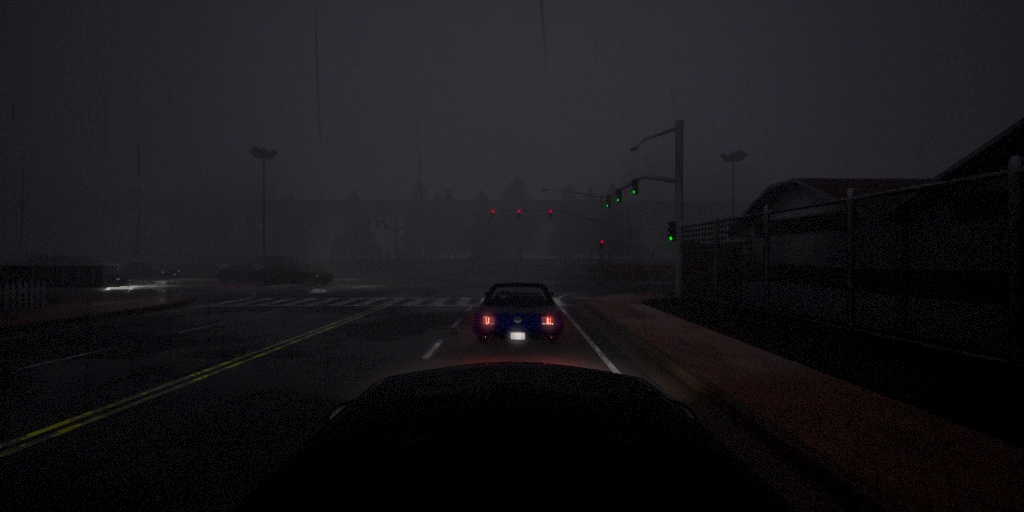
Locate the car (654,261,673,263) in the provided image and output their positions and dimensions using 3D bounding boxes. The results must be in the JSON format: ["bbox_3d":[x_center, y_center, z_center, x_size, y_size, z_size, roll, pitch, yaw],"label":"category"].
[{"bbox_3d":[17.192,1.276,41.574,4.674,1.442,1.812,0,0,-1],"label":"car"}]

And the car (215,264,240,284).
[{"bbox_3d":[-19.461,1.276,26.771,4.674,1.442,1.812,0,0,-1],"label":"car"}]

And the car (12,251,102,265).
[{"bbox_3d":[-32.535,0.934,26.557,5.566,2.045,2.150,1,0,-1],"label":"car"}]

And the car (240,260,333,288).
[{"bbox_3d":[-14.337,1.227,23.358,5.008,1.535,1.882,0,0,-1],"label":"car"}]

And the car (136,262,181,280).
[{"bbox_3d":[-30.670,1.259,30.086,4.674,1.442,1.812,0,0,-1],"label":"car"}]

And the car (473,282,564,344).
[{"bbox_3d":[0.191,1.351,9.556,1.895,1.301,4.718,0,0,2],"label":"car"}]

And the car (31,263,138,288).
[{"bbox_3d":[-27.443,1.306,23.135,4.181,1.385,1.994,0,0,-1],"label":"car"}]

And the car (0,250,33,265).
[{"bbox_3d":[-44.442,0.458,29.882,5.566,2.045,2.150,4,0,-1],"label":"car"}]

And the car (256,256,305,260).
[{"bbox_3d":[-18.776,0.973,30.283,5.566,2.045,2.150,0,0,-1],"label":"car"}]
